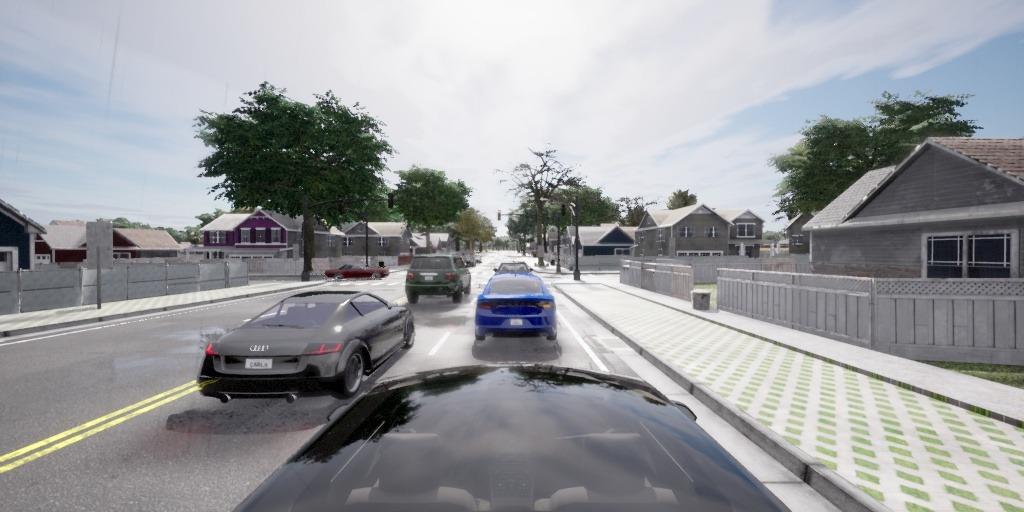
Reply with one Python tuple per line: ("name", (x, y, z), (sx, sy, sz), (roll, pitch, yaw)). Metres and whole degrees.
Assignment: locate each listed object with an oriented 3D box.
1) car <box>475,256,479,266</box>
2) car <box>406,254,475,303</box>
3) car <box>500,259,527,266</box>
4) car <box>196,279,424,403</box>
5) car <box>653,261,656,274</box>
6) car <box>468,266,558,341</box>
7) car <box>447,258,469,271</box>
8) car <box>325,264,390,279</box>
("car", (-6.672, 0.710, 54.246), (2.097, 1.767, 4.553), (0, 1, 0))
("car", (-3.176, 0.925, 16.360), (2.150, 2.045, 5.566), (0, 0, 0))
("car", (0.071, 1.039, 18.852), (2.097, 1.767, 4.553), (0, 0, 0))
("car", (-3.158, 1.308, 6.479), (1.994, 1.385, 4.181), (0, 0, 0))
("car", (12.668, 1.091, 32.544), (4.718, 1.301, 1.895), (0, 1, 1))
("car", (0.087, 1.212, 9.897), (1.882, 1.535, 5.008), (0, 0, 0))
("car", (-6.673, 1.007, 44.809), (2.033, 1.411, 5.357), (0, 1, 0))
("car", (-12.656, 1.313, 29.674), (4.718, 1.301, 1.895), (-1, 1, -9))
